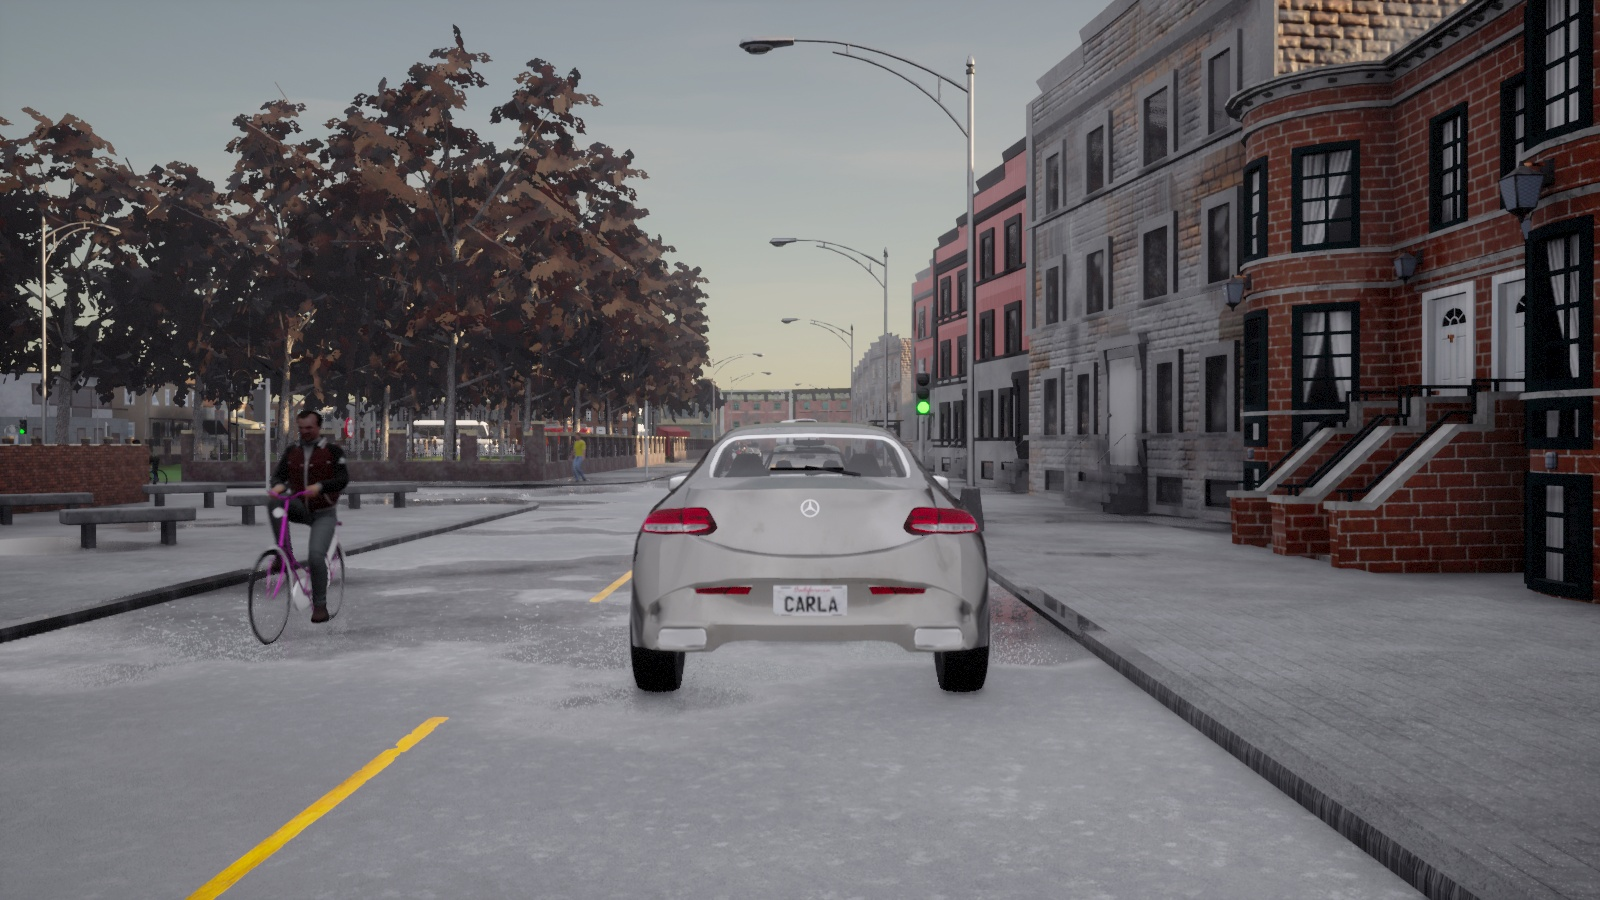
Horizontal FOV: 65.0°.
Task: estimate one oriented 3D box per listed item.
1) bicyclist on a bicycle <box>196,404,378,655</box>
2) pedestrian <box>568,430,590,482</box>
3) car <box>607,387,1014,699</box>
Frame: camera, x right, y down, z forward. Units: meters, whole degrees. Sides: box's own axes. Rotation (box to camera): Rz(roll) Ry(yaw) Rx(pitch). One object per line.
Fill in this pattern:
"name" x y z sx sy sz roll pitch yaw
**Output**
"bicyclist on a bicycle" -3.933 0.559 9.790 0.659 1.776 1.843 0 0 0
"pedestrian" -7.784 0.203 44.264 0.354 1.836 0.706 0 0 36
"car" 0.066 0.474 9.156 2.152 1.651 5.027 0 0 0
